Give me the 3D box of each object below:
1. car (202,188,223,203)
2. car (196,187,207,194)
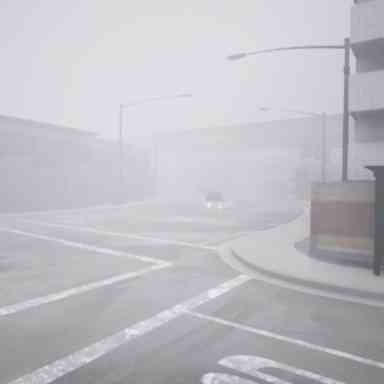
[{"bbox_3d":[2.733,0.538,40.682,1.994,1.385,4.181,1,2,6],"label":"car"},{"bbox_3d":[1.867,-0.157,57.180,1.837,1.490,4.892,1,1,-15],"label":"car"}]
